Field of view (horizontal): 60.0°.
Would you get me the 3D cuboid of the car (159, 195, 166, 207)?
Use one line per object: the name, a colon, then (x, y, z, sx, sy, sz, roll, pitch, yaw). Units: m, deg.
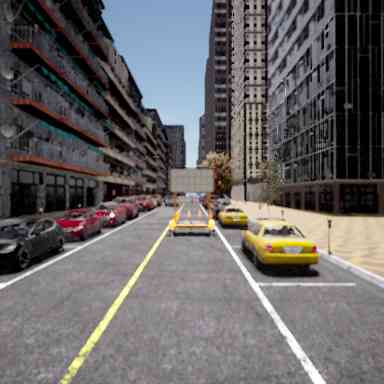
car: (-5.689, 1.346, 50.684, 2.192, 1.841, 5.009, 0, 0, 0)

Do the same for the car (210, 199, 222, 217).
car: (2.692, 1.568, 28.030, 1.947, 1.339, 4.313, 0, 0, 0)

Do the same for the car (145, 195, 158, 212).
car: (-5.687, 1.328, 39.356, 2.192, 1.841, 5.009, 0, 0, 0)

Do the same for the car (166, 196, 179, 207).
car: (-3.080, 1.385, 51.782, 2.097, 1.767, 4.553, 0, 0, 0)

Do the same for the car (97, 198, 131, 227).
car: (-5.687, 1.438, 22.366, 1.967, 1.590, 4.097, 0, 0, 0)

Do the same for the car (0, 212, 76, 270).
car: (-5.686, 1.560, 11.040, 1.947, 1.339, 4.313, 0, 0, 0)

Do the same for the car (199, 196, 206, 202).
car: (2.686, 1.713, 84.664, 1.802, 1.307, 4.206, 0, 0, 0)

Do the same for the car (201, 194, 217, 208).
car: (2.692, 1.335, 45.021, 2.192, 1.841, 5.009, 0, 0, 0)

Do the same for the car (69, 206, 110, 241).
car: (-5.687, 1.577, 16.703, 1.802, 1.307, 4.206, 0, 0, 0)

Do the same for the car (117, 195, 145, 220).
car: (-5.686, 1.318, 28.030, 2.192, 1.841, 5.009, 0, 0, 0)

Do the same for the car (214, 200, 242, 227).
car: (2.693, 1.523, 22.537, 1.752, 1.417, 4.829, 0, 0, 0)

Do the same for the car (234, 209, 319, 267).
car: (2.694, 1.520, 11.211, 1.752, 1.417, 4.829, 0, 0, 0)

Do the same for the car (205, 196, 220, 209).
car: (2.692, 1.447, 33.693, 1.967, 1.590, 4.097, 0, 0, 0)

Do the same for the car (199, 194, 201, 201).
car: (2.690, 1.357, 56.346, 2.192, 1.841, 5.009, 0, 0, 0)

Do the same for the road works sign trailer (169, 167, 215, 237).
road works sign trailer: (0.005, 0.460, 17.899, 2.380, 3.560, 2.880, 0, 0, 0)

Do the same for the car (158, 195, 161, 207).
car: (-5.689, 1.546, 44.850, 1.752, 1.417, 4.829, 0, 0, 0)

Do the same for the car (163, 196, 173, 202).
car: (-5.694, 1.677, 78.999, 1.947, 1.339, 4.313, 0, 0, 0)

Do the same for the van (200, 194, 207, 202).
van: (2.687, 1.452, 79.000, 1.690, 1.788, 3.998, 0, 0, 0)
